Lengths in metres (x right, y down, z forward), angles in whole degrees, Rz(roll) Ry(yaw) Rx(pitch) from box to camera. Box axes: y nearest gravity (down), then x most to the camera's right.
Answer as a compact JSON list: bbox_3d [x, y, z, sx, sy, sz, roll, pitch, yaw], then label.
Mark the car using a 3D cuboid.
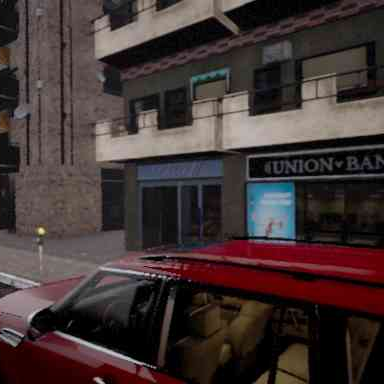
[{"bbox_3d":[0.160,1.308,2.618,5.009,1.841,2.192,0,0,35],"label":"car"}]
